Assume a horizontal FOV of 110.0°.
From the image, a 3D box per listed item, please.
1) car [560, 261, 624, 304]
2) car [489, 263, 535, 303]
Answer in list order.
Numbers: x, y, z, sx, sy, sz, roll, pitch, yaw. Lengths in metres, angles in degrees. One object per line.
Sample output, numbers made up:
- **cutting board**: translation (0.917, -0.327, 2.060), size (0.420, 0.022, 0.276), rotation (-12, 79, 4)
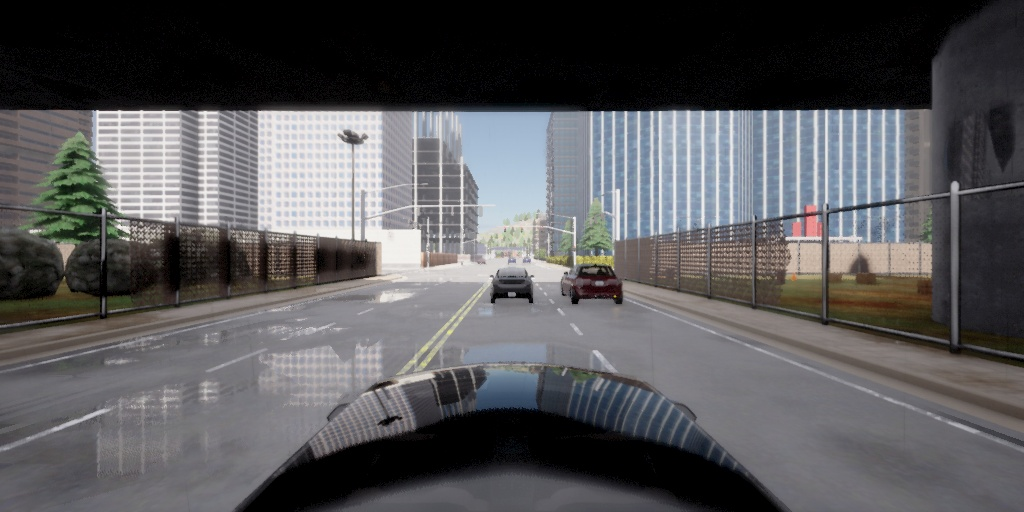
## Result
- **car**: translation (3.500, 1.114, 16.470), size (2.097, 1.767, 4.553), rotation (0, 0, 0)
- **car**: translation (0.000, 1.264, 16.500), size (1.837, 1.490, 4.892), rotation (0, 0, 0)
